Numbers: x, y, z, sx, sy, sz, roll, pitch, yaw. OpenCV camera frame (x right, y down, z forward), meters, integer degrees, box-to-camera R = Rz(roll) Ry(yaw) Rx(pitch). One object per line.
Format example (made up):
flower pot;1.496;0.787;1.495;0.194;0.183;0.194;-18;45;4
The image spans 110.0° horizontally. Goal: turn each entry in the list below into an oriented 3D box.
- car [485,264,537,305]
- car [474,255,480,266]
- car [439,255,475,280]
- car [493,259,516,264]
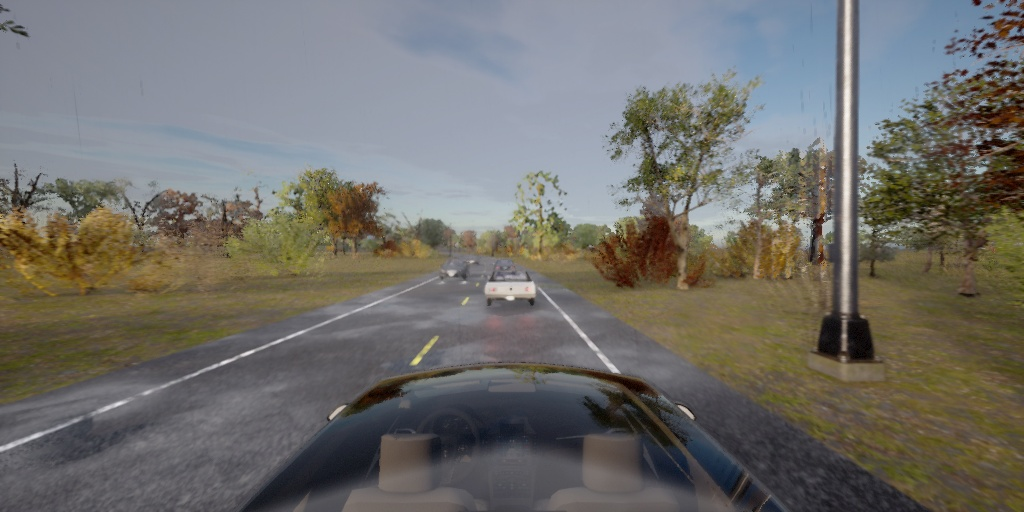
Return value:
car;-0.083;1.187;14.901;1.895;1.301;4.718;0;1;-1
car;-5.435;0.600;50.020;2.128;1.511;4.902;0;1;-4
car;-4.140;0.937;26.488;2.128;1.511;4.902;0;1;-2
car;-0.644;0.923;30.794;2.033;1.411;5.357;0;1;-2
